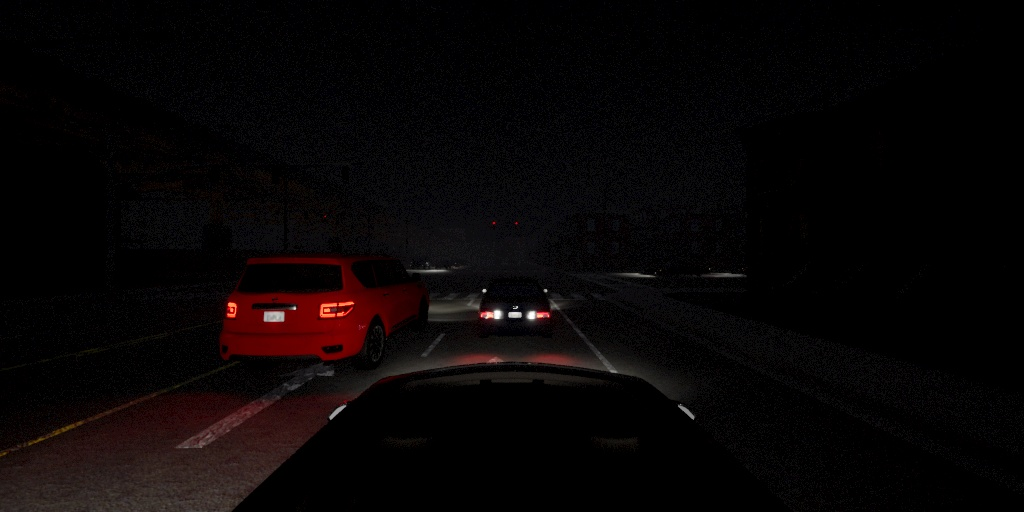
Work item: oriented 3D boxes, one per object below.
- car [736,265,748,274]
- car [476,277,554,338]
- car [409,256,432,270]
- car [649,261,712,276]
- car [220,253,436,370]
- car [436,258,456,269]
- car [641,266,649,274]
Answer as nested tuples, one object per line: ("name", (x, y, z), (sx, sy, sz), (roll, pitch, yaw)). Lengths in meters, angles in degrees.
("car", (27.333, 1.254, 39.386), (4.892, 1.490, 1.837), (0, 0, 0))
("car", (0.081, 1.297, 10.130), (2.033, 1.411, 5.357), (0, 0, 0))
("car", (-14.082, 0.971, 55.602), (2.150, 2.045, 5.566), (0, 0, 0))
("car", (16.992, 1.297, 35.895), (5.357, 1.411, 2.033), (0, 0, 0))
("car", (-3.427, 0.971, 7.877), (2.150, 2.045, 5.566), (0, 0, 0))
("car", (-10.586, 1.242, 55.392), (2.128, 1.511, 4.902), (0, 0, 0))
("car", (17.097, 1.297, 39.380), (5.357, 1.411, 2.033), (0, 0, 2))
